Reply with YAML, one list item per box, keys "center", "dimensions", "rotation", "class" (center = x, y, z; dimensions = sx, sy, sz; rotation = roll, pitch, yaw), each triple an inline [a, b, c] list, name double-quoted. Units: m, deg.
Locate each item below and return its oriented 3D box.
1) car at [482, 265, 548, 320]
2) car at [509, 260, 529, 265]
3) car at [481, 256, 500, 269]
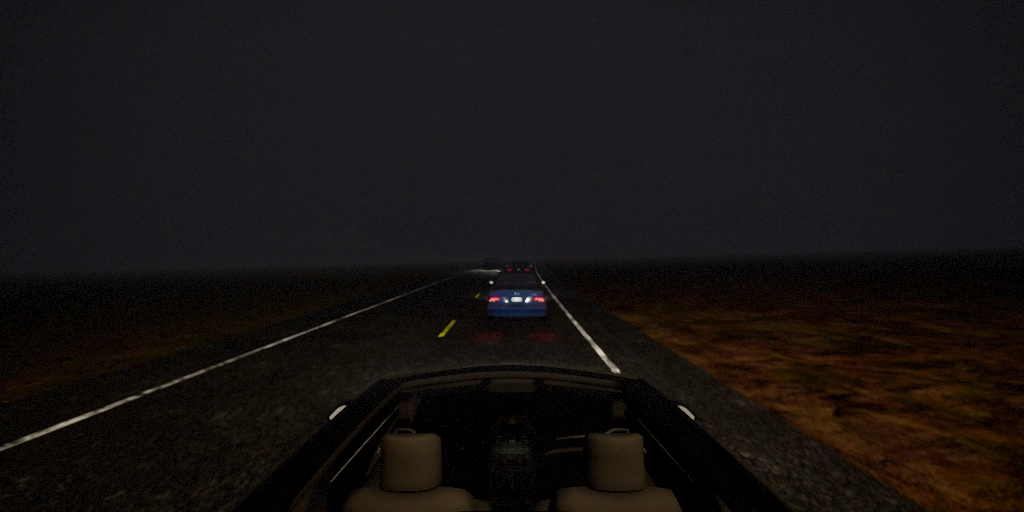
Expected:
- center: [0.172, 1.188, 12.123]
  dimensions: [2.033, 1.411, 5.357]
  rotation: [0, 1, 1]
  class: "car"
- center: [0.553, 1.018, 28.165]
  dimensions: [2.033, 1.411, 5.357]
  rotation: [0, 1, 2]
  class: "car"
- center: [-2.508, 0.789, 42.891]
  dimensions: [1.882, 1.535, 5.008]
  rotation: [0, 1, 3]
  class: "car"
